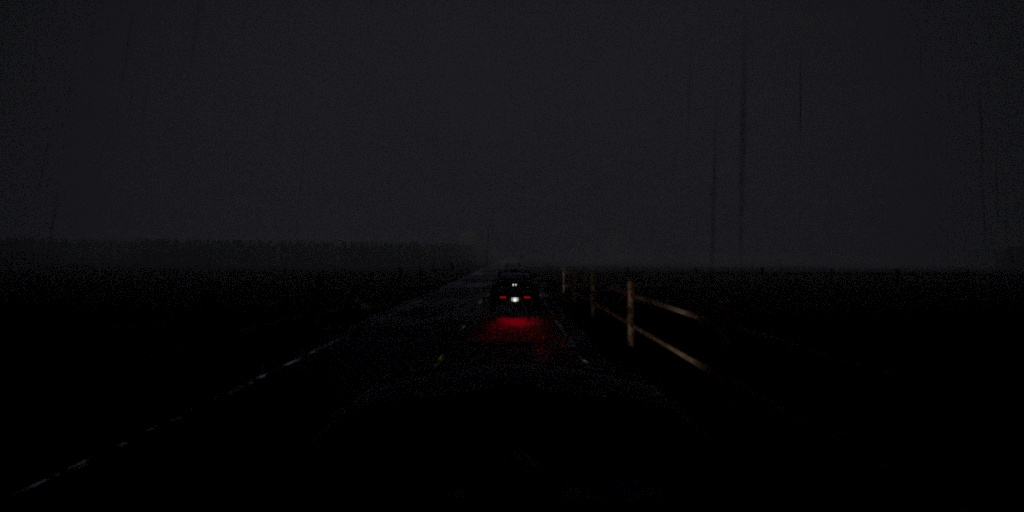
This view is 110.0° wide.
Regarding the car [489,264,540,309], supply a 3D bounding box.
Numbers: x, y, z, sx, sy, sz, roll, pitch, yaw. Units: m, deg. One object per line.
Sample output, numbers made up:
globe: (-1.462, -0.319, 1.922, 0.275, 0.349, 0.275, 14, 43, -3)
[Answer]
car: (0.103, 1.248, 14.790, 1.837, 1.490, 4.892, 0, 0, 0)
